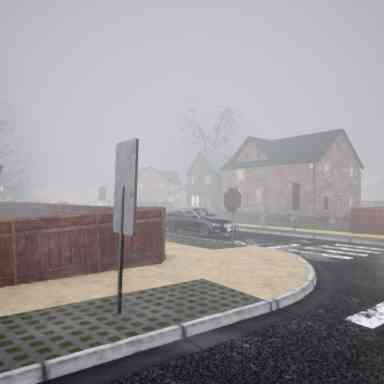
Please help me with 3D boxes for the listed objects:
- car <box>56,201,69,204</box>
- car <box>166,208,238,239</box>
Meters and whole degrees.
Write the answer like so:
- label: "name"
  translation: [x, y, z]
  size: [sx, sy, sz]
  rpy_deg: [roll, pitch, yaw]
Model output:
- label: "car"
  translation: [-18.578, 2.068, 47.730]
  size: [2.097, 1.767, 4.553]
  rpy_deg: [3, -2, -28]
- label: "car"
  translation: [0.401, 1.635, 18.348]
  size: [2.128, 1.511, 4.902]
  rpy_deg: [3, -3, -37]
